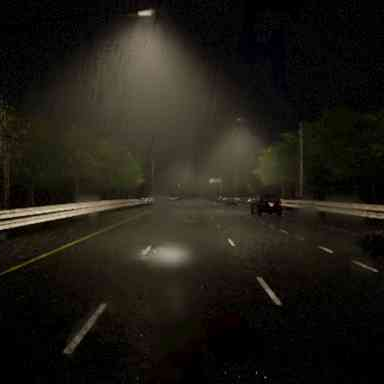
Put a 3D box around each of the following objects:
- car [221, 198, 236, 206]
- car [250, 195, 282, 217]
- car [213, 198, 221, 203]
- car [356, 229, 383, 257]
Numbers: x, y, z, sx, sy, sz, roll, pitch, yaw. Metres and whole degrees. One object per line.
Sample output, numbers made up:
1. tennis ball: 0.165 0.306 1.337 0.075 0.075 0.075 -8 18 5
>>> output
1. car: 7.184 1.882 62.351 2.033 1.411 5.357 0 -1 0
2. car: 7.041 1.280 32.044 2.150 2.045 5.566 0 0 0
3. car: 7.398 2.242 89.498 2.033 1.411 5.357 0 -1 1
4. car: 7.011 1.554 9.895 2.033 1.411 5.357 0 0 0
